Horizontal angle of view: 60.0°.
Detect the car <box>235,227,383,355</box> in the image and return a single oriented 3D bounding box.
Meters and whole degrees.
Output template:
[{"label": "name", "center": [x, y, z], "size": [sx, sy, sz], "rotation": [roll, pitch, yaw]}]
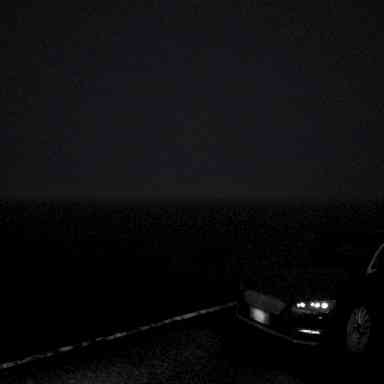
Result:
[{"label": "car", "center": [2.939, 1.453, 6.089], "size": [4.902, 1.511, 2.128], "rotation": [0, 0, -35]}]
